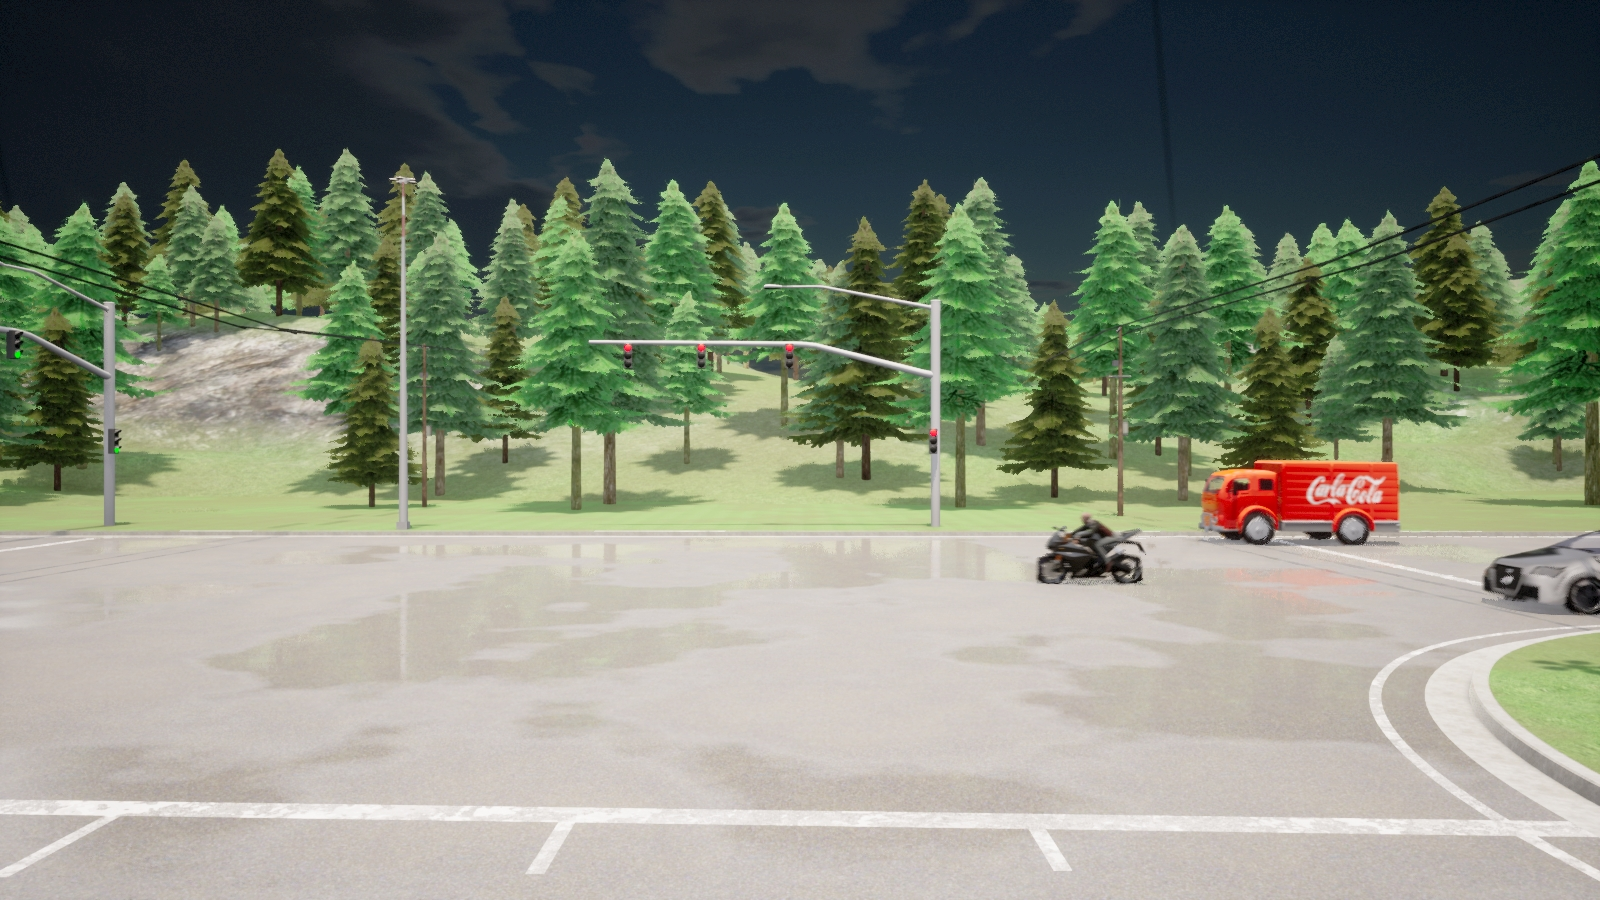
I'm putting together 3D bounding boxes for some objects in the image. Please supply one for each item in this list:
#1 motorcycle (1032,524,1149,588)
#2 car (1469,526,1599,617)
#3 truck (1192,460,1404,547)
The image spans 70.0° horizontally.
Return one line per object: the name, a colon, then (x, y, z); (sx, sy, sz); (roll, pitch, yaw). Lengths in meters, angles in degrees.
motorcycle: (5.998, 2.189, 23.687); (2.209, 1.251, 0.867); (0, 0, 0)
car: (14.471, 2.105, 20.135); (4.181, 1.385, 1.994); (0, 0, 0)
truck: (14.754, 1.549, 34.133); (5.204, 2.467, 2.627); (0, 0, 0)
